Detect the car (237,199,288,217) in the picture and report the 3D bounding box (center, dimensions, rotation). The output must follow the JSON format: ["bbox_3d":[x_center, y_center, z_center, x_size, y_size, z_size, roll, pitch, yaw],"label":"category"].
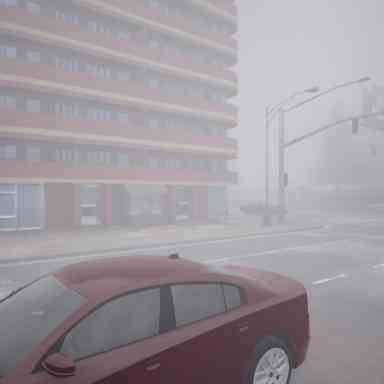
[{"bbox_3d":[6.884,1.601,32.055,1.895,1.301,4.718,0,0,-36],"label":"car"}]

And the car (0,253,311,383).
[{"bbox_3d":[-0.881,1.478,3.363,5.008,1.535,1.882,0,0,-36],"label":"car"}]

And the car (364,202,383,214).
[{"bbox_3d":[19.558,1.526,32.773,1.812,1.442,4.674,-1,1,-43],"label":"car"}]

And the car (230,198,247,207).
[{"bbox_3d":[7.786,1.601,48.989,1.895,1.301,4.718,0,0,-36],"label":"car"}]
